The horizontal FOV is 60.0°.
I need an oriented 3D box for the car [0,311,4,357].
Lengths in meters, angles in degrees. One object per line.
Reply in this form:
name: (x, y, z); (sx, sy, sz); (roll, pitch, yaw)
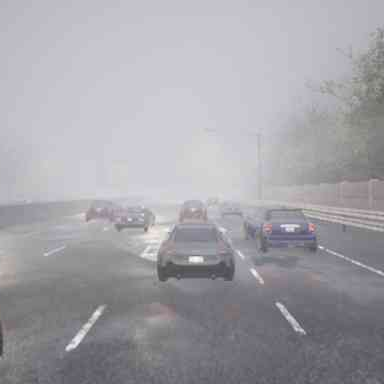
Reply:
car: (-3.401, 1.354, 2.314); (2.097, 1.767, 4.553); (0, 0, 0)

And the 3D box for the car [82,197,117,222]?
car: (-6.903, 1.381, 26.781); (2.097, 1.767, 4.553); (0, 0, 0)

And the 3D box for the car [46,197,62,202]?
car: (-24.510, 1.626, 60.412); (2.033, 1.411, 5.357); (0, 0, 0)

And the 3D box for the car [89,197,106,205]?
car: (-17.516, 1.609, 61.902); (1.812, 1.442, 4.674); (0, 0, 0)

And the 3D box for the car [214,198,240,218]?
car: (3.498, 1.581, 30.667); (2.033, 1.411, 5.357); (0, 0, 0)

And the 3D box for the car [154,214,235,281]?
car: (0.099, 1.574, 9.911); (1.994, 1.385, 4.181); (0, 0, 0)

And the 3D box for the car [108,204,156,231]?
car: (-3.401, 1.569, 20.646); (2.033, 1.411, 5.357); (0, 0, 0)

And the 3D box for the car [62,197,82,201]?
car: (-21.026, 1.573, 60.213); (2.128, 1.511, 4.902); (0, 0, 1)

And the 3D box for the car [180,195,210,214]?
car: (0.099, 1.382, 26.782); (2.097, 1.767, 4.553); (0, 0, 0)

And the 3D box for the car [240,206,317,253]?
car: (3.499, 1.365, 13.979); (2.097, 1.767, 4.553); (0, 0, 0)

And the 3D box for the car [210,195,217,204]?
car: (3.499, 1.424, 56.628); (2.097, 1.767, 4.553); (0, 0, 0)

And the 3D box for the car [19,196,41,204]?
car: (-28.020, 1.428, 57.642); (2.097, 1.767, 4.553); (0, 0, 0)
